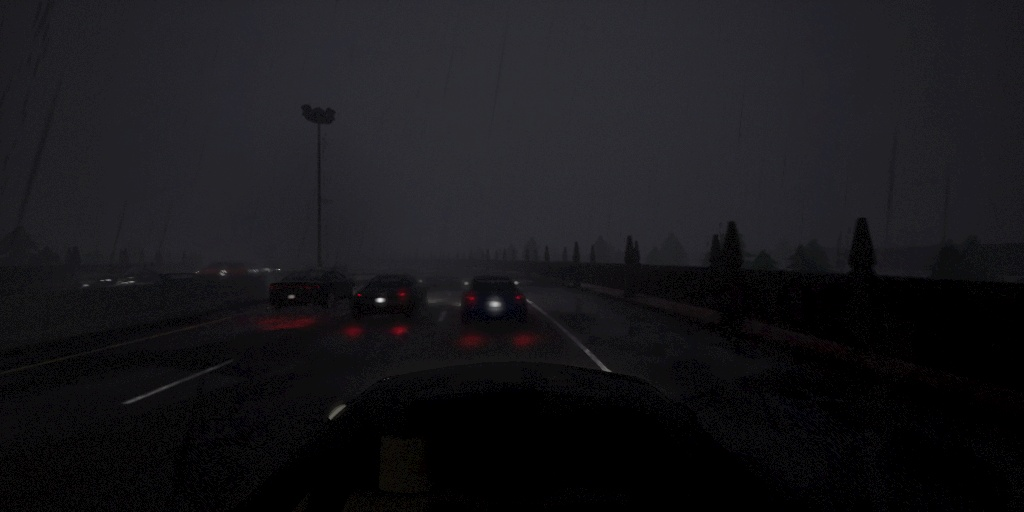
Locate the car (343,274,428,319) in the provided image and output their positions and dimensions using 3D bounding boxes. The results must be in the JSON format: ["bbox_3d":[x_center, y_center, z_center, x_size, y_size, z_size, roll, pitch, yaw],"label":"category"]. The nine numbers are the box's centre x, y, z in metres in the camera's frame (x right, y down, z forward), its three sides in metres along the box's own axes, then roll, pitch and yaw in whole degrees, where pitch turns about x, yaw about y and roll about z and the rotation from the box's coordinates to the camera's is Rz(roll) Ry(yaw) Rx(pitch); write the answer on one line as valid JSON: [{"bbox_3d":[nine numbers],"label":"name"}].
[{"bbox_3d":[-4.293,1.342,13.088,1.994,1.385,4.181,0,0,-6],"label":"car"}]

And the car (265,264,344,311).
[{"bbox_3d":[-8.045,1.273,14.975,1.882,1.535,5.008,0,0,-8],"label":"car"}]

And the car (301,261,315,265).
[{"bbox_3d":[-30.759,1.473,54.162,2.033,1.411,5.357,0,0,-34],"label":"car"}]

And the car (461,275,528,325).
[{"bbox_3d":[-0.666,1.326,11.994,1.994,1.385,4.181,0,0,-6],"label":"car"}]

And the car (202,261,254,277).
[{"bbox_3d":[-21.556,1.215,26.764,2.097,1.767,4.553,0,0,-17],"label":"car"}]

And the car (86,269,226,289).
[{"bbox_3d":[-15.428,1.428,16.005,1.895,1.301,4.718,0,0,-10],"label":"car"}]

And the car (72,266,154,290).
[{"bbox_3d":[-23.834,1.359,21.919,2.128,1.511,4.902,0,0,-14],"label":"car"}]
